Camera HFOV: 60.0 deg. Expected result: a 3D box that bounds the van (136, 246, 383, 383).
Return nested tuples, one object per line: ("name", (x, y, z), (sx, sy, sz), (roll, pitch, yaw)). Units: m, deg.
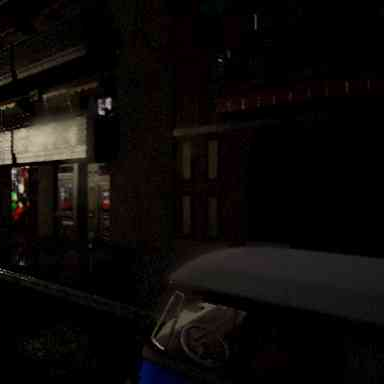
("van", (1.430, 1.342, 1.850), (3.998, 1.788, 1.690), (0, 0, 35))
